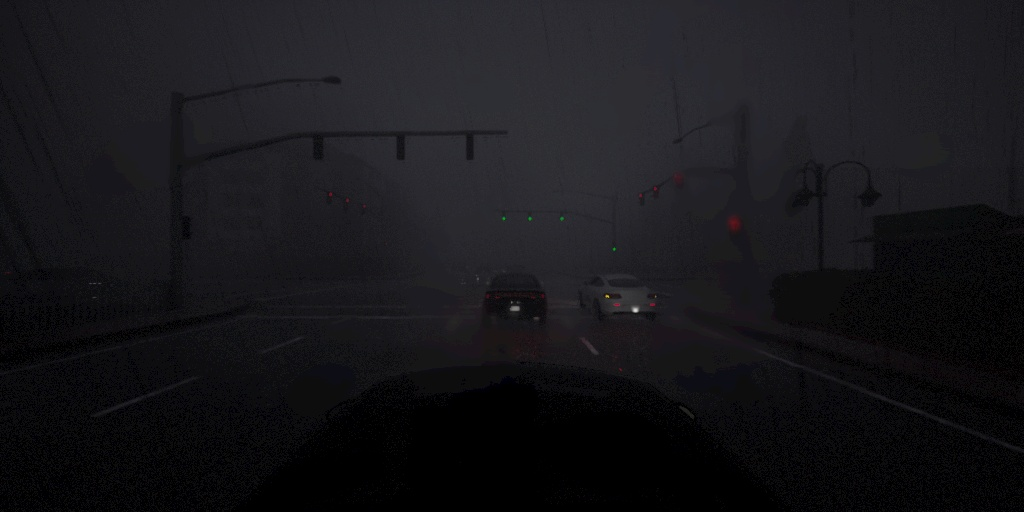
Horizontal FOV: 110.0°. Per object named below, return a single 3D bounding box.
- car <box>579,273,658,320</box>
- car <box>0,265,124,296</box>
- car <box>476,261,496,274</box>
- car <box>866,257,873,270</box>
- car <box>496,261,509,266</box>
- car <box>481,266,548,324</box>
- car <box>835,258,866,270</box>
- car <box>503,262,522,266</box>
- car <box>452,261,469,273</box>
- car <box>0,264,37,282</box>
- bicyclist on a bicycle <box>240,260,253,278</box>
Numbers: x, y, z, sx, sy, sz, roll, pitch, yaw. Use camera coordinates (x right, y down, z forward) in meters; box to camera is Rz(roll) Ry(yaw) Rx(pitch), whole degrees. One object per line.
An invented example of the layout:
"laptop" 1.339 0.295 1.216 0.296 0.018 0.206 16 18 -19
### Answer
"car" 3.606 1.333 12.745 1.812 1.442 4.674 0 0 0
"car" -23.984 1.346 19.424 4.892 1.490 1.837 0 0 1
"car" -3.539 1.584 46.582 1.895 1.301 4.718 0 0 0
"car" 29.049 1.094 25.295 5.566 2.045 2.150 0 0 1
"car" -1.535 1.575 63.440 1.837 1.490 4.892 0 0 16
"car" 0.102 1.282 12.178 1.882 1.535 5.008 0 0 0
"car" 29.142 1.112 28.793 5.566 2.045 2.150 0 0 1
"car" 0.337 1.518 33.820 1.895 1.301 4.718 0 0 -1
"car" -6.961 1.499 48.861 1.837 1.490 4.892 0 0 1
"car" -44.431 1.446 30.538 5.357 1.411 2.033 0 0 1
"bicyclist on a bicycle" -25.134 1.218 33.939 0.582 1.620 1.656 0 0 1
